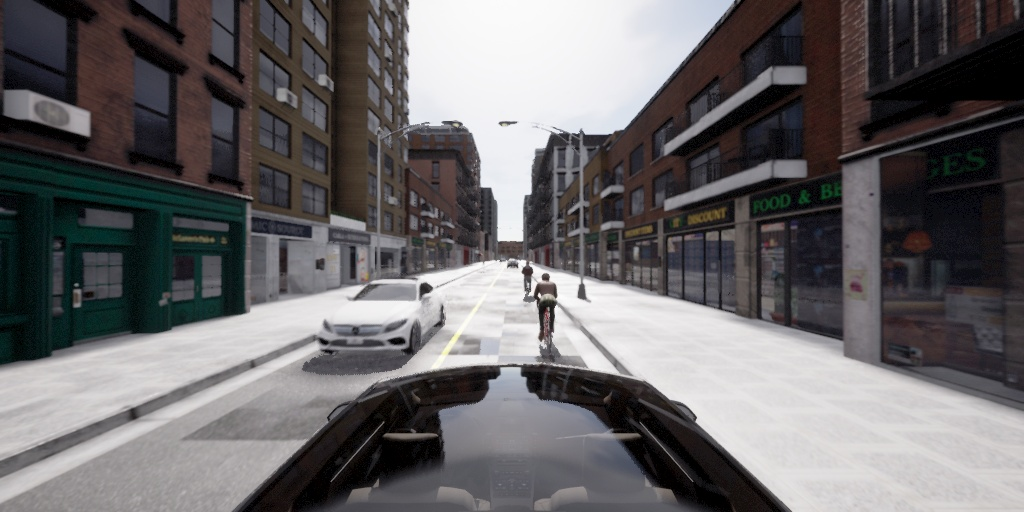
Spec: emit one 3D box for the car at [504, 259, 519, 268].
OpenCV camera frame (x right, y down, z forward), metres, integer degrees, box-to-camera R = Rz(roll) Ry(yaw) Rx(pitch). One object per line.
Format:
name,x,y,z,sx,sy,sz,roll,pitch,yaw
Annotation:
car,0.108,1.314,59.989,1.895,1.301,4.718,0,0,-1

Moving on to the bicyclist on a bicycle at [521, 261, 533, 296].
bicyclist on a bicycle,0.758,1.113,17.506,0.659,1.776,1.843,0,0,0

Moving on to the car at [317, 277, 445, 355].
car,-2.850,1.273,8.841,1.812,1.442,4.674,0,0,0

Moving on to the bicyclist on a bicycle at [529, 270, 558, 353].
bicyclist on a bicycle,0.757,1.200,7.881,0.582,1.620,1.656,0,0,0
